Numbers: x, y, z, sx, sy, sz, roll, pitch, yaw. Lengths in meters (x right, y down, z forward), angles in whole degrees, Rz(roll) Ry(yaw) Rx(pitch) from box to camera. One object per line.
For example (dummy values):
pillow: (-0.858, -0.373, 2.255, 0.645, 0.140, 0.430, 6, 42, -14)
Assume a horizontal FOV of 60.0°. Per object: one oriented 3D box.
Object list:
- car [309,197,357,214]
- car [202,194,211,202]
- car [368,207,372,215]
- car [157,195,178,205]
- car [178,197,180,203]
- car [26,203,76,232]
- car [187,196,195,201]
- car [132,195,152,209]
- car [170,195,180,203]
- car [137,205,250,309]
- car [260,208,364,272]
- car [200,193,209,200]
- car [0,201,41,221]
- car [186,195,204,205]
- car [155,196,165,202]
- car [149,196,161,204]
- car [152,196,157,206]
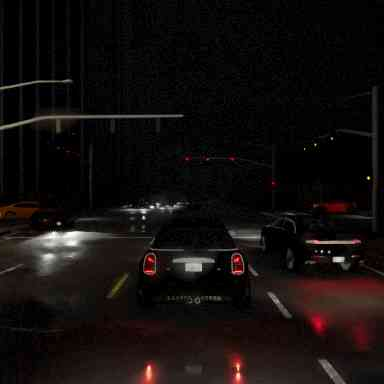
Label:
car: (14.604, 1.407, 34.764, 4.553, 1.767, 2.097, 0, 0, 2)
car: (3.350, 1.519, 77.455, 1.812, 1.442, 4.674, 0, 0, 0)
car: (19.039, 1.581, 31.190, 4.674, 1.442, 1.812, 0, 0, 0)
car: (-3.687, 1.547, 50.837, 2.033, 1.411, 5.357, 0, 0, 0)
car: (-3.688, 1.491, 60.339, 2.128, 1.511, 4.902, 0, 0, 0)
car: (-8.440, 1.581, 20.097, 1.994, 1.385, 4.181, 1, -1, -34)
car: (-0.156, 1.595, 80.971, 1.895, 1.301, 4.718, 0, 0, 0)
car: (-7.183, 1.526, 46.515, 1.812, 1.442, 4.674, 0, 0, 0)
car: (-3.636, 1.500, 70.550, 1.837, 1.490, 4.892, 0, 0, 0)
car: (0.042, 1.352, 8.012, 2.097, 1.767, 4.553, 0, 0, 0)
car: (3.598, 1.492, 10.823, 2.128, 1.511, 4.902, 0, 0, -3)
car: (3.331, 1.216, 87.535, 2.097, 1.767, 4.553, 0, 0, 0)
car: (-13.097, 1.530, 27.616, 5.008, 1.535, 1.882, 0, 0, -4)
car: (0.126, 1.547, 46.976, 2.033, 1.411, 5.357, 0, 0, -2)
car: (-7.144, 1.594, 74.674, 1.895, 1.301, 4.718, 0, 0, 0)
car: (-7.174, 1.526, 64.270, 1.812, 1.442, 4.674, 0, 0, 0)
car: (-7.194, 1.352, 55.418, 2.097, 1.767, 4.553, 0, 0, 0)
